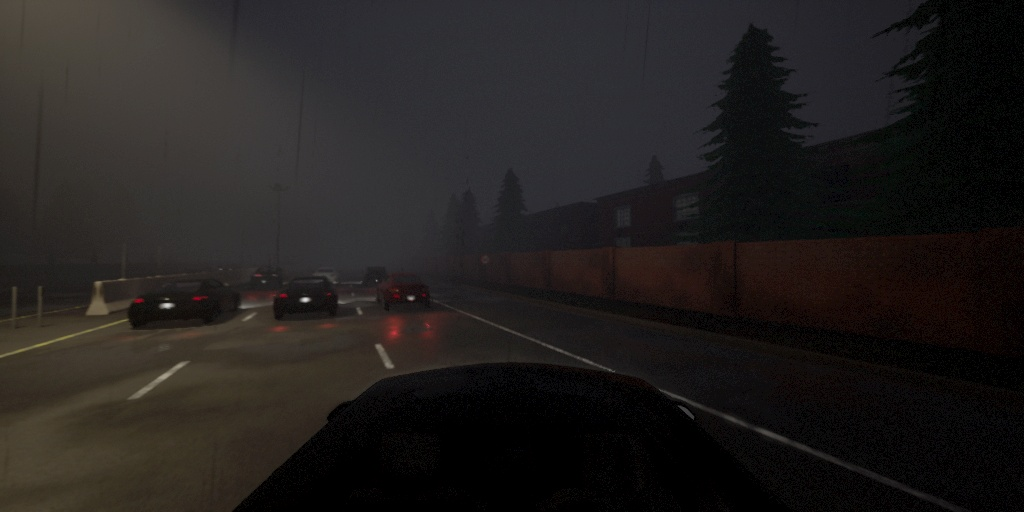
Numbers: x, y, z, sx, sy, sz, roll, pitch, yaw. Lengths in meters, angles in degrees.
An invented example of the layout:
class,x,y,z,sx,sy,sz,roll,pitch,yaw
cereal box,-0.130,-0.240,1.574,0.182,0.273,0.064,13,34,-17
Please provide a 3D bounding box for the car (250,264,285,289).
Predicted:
class,x,y,z,sx,sy,sz,roll,pitch,yaw
car,-17.280,1.512,25.772,2.128,1.511,4.902,0,-1,-24

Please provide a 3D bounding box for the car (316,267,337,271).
class,x,y,z,sx,sy,sz,roll,pitch,yaw
car,-14.265,1.568,27.601,1.812,1.442,4.674,0,-1,-24

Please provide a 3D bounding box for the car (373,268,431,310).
class,x,y,z,sx,sy,sz,roll,pitch,yaw
car,-4.848,1.438,15.820,1.812,1.442,4.674,0,-1,-25

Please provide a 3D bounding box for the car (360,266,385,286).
class,x,y,z,sx,sy,sz,roll,pitch,yaw
car,-10.927,1.566,28.709,1.837,1.490,4.892,0,0,-24

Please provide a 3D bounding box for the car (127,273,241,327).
class,x,y,z,sx,sy,sz,roll,pitch,yaw
car,-10.913,1.430,12.270,1.994,1.385,4.181,0,-1,-26

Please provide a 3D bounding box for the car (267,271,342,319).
class,x,y,z,sx,sy,sz,roll,pitch,yaw
car,-7.764,1.450,13.797,1.994,1.385,4.181,0,-1,-26
